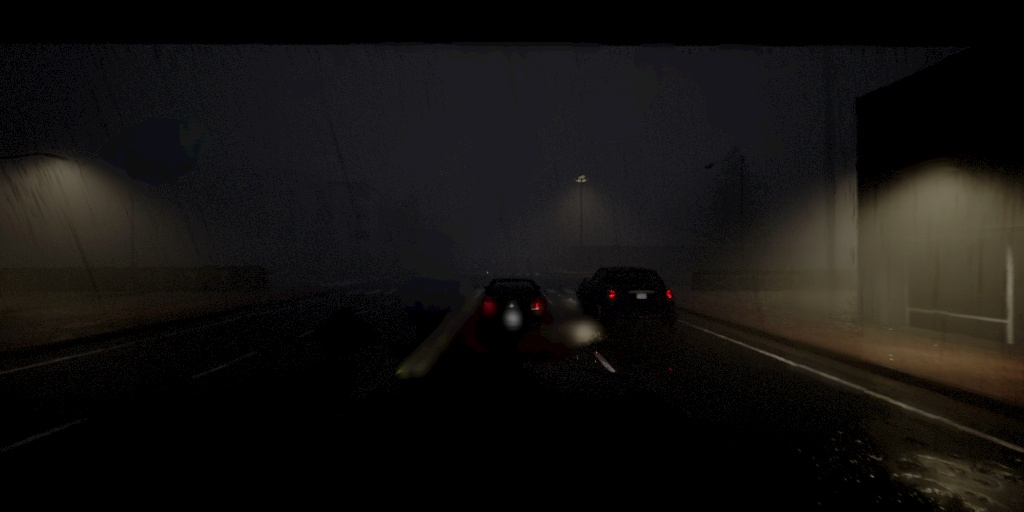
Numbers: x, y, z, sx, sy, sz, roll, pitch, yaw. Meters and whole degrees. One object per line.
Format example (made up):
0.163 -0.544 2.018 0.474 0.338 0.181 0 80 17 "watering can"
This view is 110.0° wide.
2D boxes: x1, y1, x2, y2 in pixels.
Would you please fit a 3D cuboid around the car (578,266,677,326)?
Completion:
3.547 1.123 11.906 2.097 1.767 4.553 0 0 0 "car"

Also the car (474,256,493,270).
-4.329 1.193 52.978 2.097 1.767 4.553 0 0 0 "car"

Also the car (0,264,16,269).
-41.949 1.317 28.844 4.892 1.490 1.837 0 0 -1 "car"

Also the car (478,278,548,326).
0.047 1.372 11.720 1.895 1.301 4.718 0 0 0 "car"
